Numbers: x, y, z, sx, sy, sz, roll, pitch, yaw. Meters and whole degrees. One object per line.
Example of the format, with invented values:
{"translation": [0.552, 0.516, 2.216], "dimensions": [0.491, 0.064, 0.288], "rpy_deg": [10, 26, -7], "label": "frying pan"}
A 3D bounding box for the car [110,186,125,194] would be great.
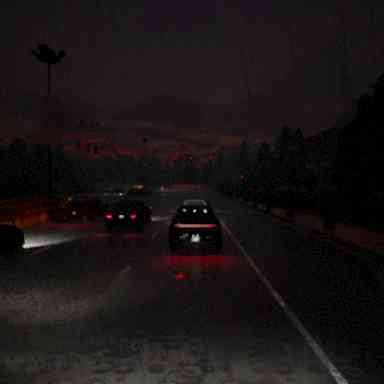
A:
{"translation": [-17.123, -0.312, 78.170], "dimensions": [1.895, 1.301, 4.718], "rpy_deg": [0, 1, 0], "label": "car"}

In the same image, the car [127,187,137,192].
{"translation": [-17.036, -0.767, 93.935], "dimensions": [1.994, 1.385, 4.181], "rpy_deg": [0, 1, 0], "label": "car"}

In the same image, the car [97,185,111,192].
{"translation": [-20.622, -0.686, 78.346], "dimensions": [2.150, 2.045, 5.566], "rpy_deg": [0, 1, 0], "label": "car"}

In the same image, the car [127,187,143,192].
{"translation": [-13.623, -0.382, 78.179], "dimensions": [2.128, 1.511, 4.902], "rpy_deg": [0, 1, 0], "label": "car"}

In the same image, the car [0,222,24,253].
{"translation": [-6.888, 1.387, 9.997], "dimensions": [1.994, 1.385, 4.181], "rpy_deg": [0, 1, 0], "label": "car"}

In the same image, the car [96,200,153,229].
{"translation": [-3.353, 1.158, 18.349], "dimensions": [2.033, 1.411, 5.357], "rpy_deg": [0, 1, 0], "label": "car"}

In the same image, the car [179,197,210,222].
{"translation": [0.168, 1.111, 22.363], "dimensions": [1.895, 1.301, 4.718], "rpy_deg": [0, 1, 0], "label": "car"}

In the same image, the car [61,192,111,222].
{"translation": [-6.848, 1.003, 21.759], "dimensions": [1.882, 1.535, 5.008], "rpy_deg": [0, 1, 0], "label": "car"}

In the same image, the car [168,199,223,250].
{"translation": [0.124, 1.238, 13.034], "dimensions": [2.128, 1.511, 4.902], "rpy_deg": [0, 1, 0], "label": "car"}
